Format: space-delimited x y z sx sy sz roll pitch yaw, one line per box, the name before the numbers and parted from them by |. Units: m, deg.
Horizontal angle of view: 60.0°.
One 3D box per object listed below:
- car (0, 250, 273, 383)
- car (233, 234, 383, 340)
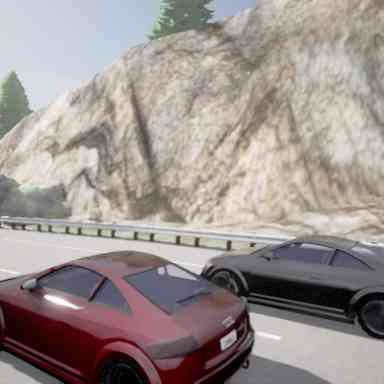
car | -1.258 1.555 4.710 4.181 1.385 1.994 0 0 34
car | 2.230 1.549 6.555 4.181 1.385 1.994 0 0 35
